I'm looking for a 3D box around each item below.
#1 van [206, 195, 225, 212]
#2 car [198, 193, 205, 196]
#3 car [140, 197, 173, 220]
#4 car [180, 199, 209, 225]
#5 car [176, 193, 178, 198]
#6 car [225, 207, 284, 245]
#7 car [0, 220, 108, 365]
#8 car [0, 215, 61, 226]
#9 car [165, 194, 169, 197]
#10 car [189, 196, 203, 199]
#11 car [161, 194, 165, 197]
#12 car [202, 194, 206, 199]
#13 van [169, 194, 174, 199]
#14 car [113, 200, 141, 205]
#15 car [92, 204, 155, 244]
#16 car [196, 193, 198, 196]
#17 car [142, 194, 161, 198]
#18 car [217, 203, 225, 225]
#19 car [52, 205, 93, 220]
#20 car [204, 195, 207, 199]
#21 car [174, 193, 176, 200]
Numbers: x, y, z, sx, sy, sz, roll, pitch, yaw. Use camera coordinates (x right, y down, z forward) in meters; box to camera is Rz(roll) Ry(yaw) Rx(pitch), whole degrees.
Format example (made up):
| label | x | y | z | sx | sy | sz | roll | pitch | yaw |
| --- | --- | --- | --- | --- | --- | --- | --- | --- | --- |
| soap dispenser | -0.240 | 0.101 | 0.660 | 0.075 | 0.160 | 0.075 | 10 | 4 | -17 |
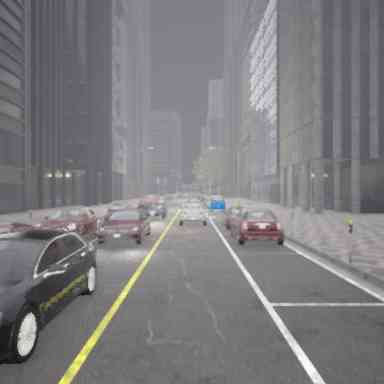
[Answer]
| label | x | y | z | sx | sy | sz | roll | pitch | yaw |
| --- | --- | --- | --- | --- | --- | --- | --- | --- | --- |
| van | 2.849 | 1.325 | 37.986 | 1.690 | 1.788 | 3.998 | 0 | 0 | 0 |
| car | 2.838 | 1.356 | 71.827 | 1.967 | 1.590 | 4.097 | 0 | 0 | 0 |
| car | -3.064 | 1.487 | 28.340 | 2.128 | 1.511 | 4.902 | 0 | 0 | 0 |
| car | 0.080 | 1.521 | 24.101 | 1.812 | 1.442 | 4.674 | 0 | 0 | 0 |
| car | -5.696 | 1.346 | 94.396 | 1.967 | 1.590 | 4.097 | 0 | 0 | 0 |
| car | 2.855 | 1.438 | 15.426 | 1.967 | 1.590 | 4.097 | 0 | 0 | 0 |
| car | -3.094 | 1.506 | 5.923 | 1.837 | 1.490 | 4.892 | 0 | 0 | 0 |
| car | -5.670 | 1.582 | 9.809 | 1.802 | 1.307 | 4.206 | 0 | 0 | 0 |
| car | -5.685 | 1.465 | 60.354 | 1.752 | 1.417 | 4.829 | 0 | 0 | 1 |
| car | 0.080 | 1.538 | 44.321 | 1.994 | 1.385 | 4.181 | 0 | 0 | 0 |
| car | -5.681 | 1.280 | 49.286 | 2.192 | 1.841 | 5.009 | 0 | 0 | 0 |
| car | 2.850 | 1.475 | 55.111 | 1.752 | 1.417 | 4.829 | 0 | 0 | 1 |
| van | -5.689 | 1.252 | 77.478 | 1.690 | 1.788 | 3.998 | 0 | 0 | 0 |
| car | -5.675 | 1.546 | 26.727 | 2.008 | 1.369 | 4.403 | 0 | 0 | 0 |
| car | -3.056 | 1.524 | 15.893 | 1.812 | 1.442 | 4.674 | 0 | 0 | 0 |
| car | 2.832 | 1.219 | 88.745 | 2.192 | 1.841 | 5.009 | 0 | 0 | 0 |
| car | -5.679 | 1.290 | 43.646 | 2.192 | 1.841 | 5.009 | 0 | 0 | 0 |
| car | 2.853 | 1.579 | 21.067 | 1.802 | 1.307 | 4.206 | 0 | 0 | 0 |
| car | -5.671 | 1.439 | 15.448 | 1.967 | 1.590 | 4.097 | 0 | 0 | 0 |
| car | 2.847 | 1.499 | 43.798 | 1.752 | 1.417 | 4.829 | 0 | 0 | 0 |
| car | -5.692 | 1.472 | 83.117 | 1.947 | 1.339 | 4.313 | 0 | 0 | 0 |
